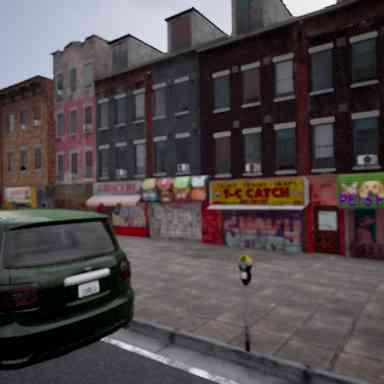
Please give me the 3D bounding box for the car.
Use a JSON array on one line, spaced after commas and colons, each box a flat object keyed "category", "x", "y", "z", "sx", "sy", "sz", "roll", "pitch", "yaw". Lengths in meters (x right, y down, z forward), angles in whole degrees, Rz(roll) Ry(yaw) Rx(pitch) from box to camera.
[{"category": "car", "x": -3.460, "y": 1.299, "z": 5.567, "sx": 5.566, "sy": 2.045, "sz": 2.150, "roll": -1, "pitch": -1, "yaw": 35}]
